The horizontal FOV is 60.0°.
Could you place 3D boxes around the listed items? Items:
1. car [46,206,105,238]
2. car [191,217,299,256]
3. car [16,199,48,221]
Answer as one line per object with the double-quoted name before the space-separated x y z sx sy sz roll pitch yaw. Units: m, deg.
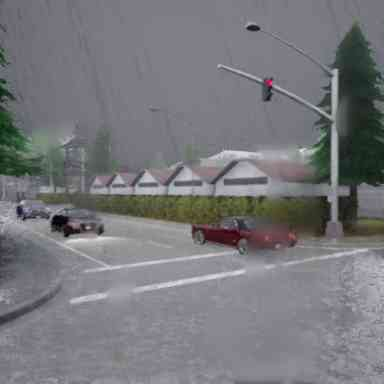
"car" -6.350 1.605 18.270 1.994 1.385 4.181 0 0 -36
"car" 1.877 1.660 13.585 1.895 1.301 4.718 0 0 -33
"car" -13.397 1.392 28.027 2.097 1.767 4.553 0 0 -36
